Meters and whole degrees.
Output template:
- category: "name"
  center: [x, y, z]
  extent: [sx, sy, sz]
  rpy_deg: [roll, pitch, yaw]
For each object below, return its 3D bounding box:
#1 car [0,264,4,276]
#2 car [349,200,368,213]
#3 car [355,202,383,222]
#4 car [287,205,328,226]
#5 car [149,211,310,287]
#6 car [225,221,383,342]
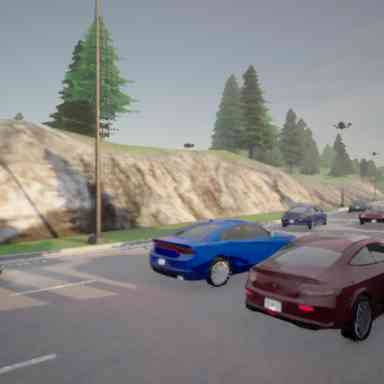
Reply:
- category: "car"
  center: [-7.221, 1.618, 7.203]
  extent: [5.357, 1.411, 2.033]
  rpy_deg: [0, 0, -36]
- category: "car"
  center: [18.730, 1.568, 36.769]
  extent: [1.994, 1.385, 4.181]
  rpy_deg: [0, 0, 36]
- category: "car"
  center: [13.114, 1.596, 23.309]
  extent: [1.895, 1.301, 4.718]
  rpy_deg: [0, 0, 37]
- category: "car"
  center: [7.336, 1.552, 21.521]
  extent: [1.812, 1.442, 4.674]
  rpy_deg: [0, 0, 38]
- category: "car"
  center: [1.144, 1.504, 9.548]
  extent: [5.008, 1.535, 1.882]
  rpy_deg: [0, 0, -41]
- category: "car"
  center: [2.971, 1.531, 6.516]
  extent: [4.674, 1.442, 1.812]
  rpy_deg: [0, 0, -40]
